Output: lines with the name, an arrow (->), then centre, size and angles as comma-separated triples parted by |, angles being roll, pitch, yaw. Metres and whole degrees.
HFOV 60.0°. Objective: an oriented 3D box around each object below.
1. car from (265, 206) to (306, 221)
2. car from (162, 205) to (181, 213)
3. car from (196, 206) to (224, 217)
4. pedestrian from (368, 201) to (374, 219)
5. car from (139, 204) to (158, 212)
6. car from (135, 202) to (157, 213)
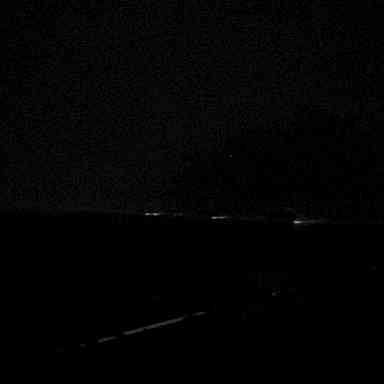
car -> 9.818, 2.251, 35.353 | 1.812, 1.442, 4.674 | 1, -2, -33
car -> -3.880, 3.269, 62.847 | 1.812, 1.442, 4.674 | 1, -2, -33
car -> 2.417, 2.684, 46.661 | 1.837, 1.490, 4.892 | 1, -2, -33
pedestrian -> 18.936, 1.908, 35.302 | 0.375, 1.860, 0.375 | -2, 1, -33
car -> -9.362, 3.343, 71.223 | 1.882, 1.535, 5.008 | 1, -2, -33
car -> -9.067, 3.052, 64.385 | 2.150, 2.045, 5.566 | 1, -2, -33
